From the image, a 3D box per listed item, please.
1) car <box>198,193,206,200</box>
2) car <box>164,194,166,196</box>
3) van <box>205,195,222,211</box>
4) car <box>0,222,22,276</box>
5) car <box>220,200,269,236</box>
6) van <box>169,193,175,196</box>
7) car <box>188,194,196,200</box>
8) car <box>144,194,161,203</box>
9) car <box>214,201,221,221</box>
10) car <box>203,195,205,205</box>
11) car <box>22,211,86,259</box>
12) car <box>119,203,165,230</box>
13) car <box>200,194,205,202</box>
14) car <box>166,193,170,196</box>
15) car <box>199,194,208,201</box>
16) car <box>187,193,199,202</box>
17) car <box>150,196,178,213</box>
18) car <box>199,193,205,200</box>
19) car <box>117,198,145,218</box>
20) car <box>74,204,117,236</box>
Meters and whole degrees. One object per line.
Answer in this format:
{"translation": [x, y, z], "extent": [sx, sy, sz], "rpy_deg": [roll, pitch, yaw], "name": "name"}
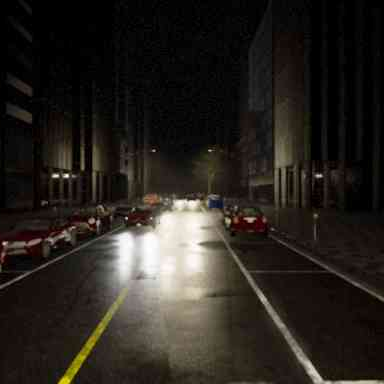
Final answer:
{"translation": [2.768, 1.200, 91.469], "extent": [2.192, 1.841, 5.009], "rpy_deg": [0, 0, 0], "name": "car"}
{"translation": [-5.717, 1.270, 52.003], "extent": [2.192, 1.841, 5.009], "rpy_deg": [0, 0, 0], "name": "car"}
{"translation": [2.819, 1.316, 40.709], "extent": [1.690, 1.788, 3.998], "rpy_deg": [0, 0, 0], "name": "van"}
{"translation": [-5.674, 1.544, 6.887], "extent": [1.887, 1.381, 4.507], "rpy_deg": [0, 0, 0], "name": "car"}
{"translation": [2.841, 1.434, 18.149], "extent": [1.967, 1.590, 4.097], "rpy_deg": [0, 0, 0], "name": "car"}
{"translation": [-5.745, 1.236, 80.196], "extent": [1.690, 1.788, 3.998], "rpy_deg": [0, 0, 0], "name": "van"}
{"translation": [-0.080, 1.248, 80.978], "extent": [1.812, 1.442, 4.674], "rpy_deg": [0, 0, 0], "name": "car"}
{"translation": [-5.712, 1.281, 46.363], "extent": [2.192, 1.841, 5.009], "rpy_deg": [0, 0, 0], "name": "car"}
{"translation": [2.835, 1.573, 23.790], "extent": [1.802, 1.307, 4.206], "rpy_deg": [0, 0, 0], "name": "car"}
{"translation": [2.814, 1.489, 46.521], "extent": [1.752, 1.417, 4.829], "rpy_deg": [0, 0, 0], "name": "car"}
{"translation": [-5.680, 1.579, 12.526], "extent": [1.802, 1.307, 4.206], "rpy_deg": [0, 0, 0], "name": "car"}
{"translation": [-3.054, 1.595, 21.413], "extent": [1.895, 1.301, 4.718], "rpy_deg": [0, 0, 0], "name": "car"}
{"translation": [2.809, 1.463, 57.834], "extent": [1.752, 1.417, 4.829], "rpy_deg": [0, 0, 1], "name": "car"}
{"translation": [-5.729, 1.453, 63.072], "extent": [1.752, 1.417, 4.829], "rpy_deg": [0, 0, 1], "name": "car"}
{"translation": [2.780, 1.333, 80.189], "extent": [1.967, 1.590, 4.097], "rpy_deg": [0, 0, 0], "name": "car"}
{"translation": [-0.069, 1.427, 70.557], "extent": [2.128, 1.511, 4.902], "rpy_deg": [0, 0, 0], "name": "car"}
{"translation": [-3.036, 1.496, 36.941], "extent": [2.128, 1.511, 4.902], "rpy_deg": [0, 0, 0], "name": "car"}
{"translation": [2.785, 1.341, 74.550], "extent": [1.967, 1.590, 4.097], "rpy_deg": [0, 0, 0], "name": "car"}
{"translation": [-5.696, 1.541, 29.444], "extent": [2.008, 1.369, 4.403], "rpy_deg": [0, 0, 0], "name": "car"}
{"translation": [-5.685, 1.436, 18.166], "extent": [1.967, 1.590, 4.097], "rpy_deg": [0, 0, 0], "name": "car"}
